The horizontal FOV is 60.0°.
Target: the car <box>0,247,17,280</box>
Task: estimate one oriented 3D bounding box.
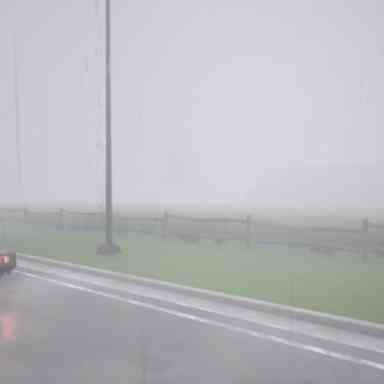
[{"bbox_3d":[-6.678,1.666,8.754,4.718,1.301,1.895,0,0,35],"label":"car"}]
